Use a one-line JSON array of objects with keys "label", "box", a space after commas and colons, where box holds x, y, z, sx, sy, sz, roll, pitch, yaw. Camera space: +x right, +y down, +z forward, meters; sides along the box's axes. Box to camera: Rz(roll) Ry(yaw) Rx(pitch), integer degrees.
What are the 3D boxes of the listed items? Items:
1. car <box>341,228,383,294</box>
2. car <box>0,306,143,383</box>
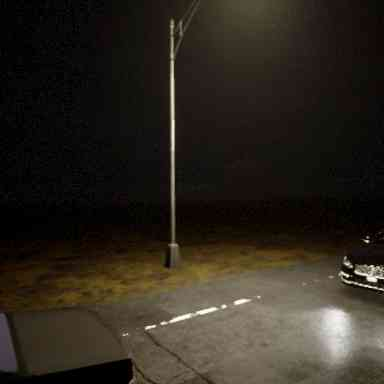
[{"label": "car", "box": [5.517, 1.455, 7.974, 4.892, 1.490, 1.837, 0, 0, -36]}, {"label": "car", "box": [-2.923, 1.558, 1.870, 5.357, 1.411, 2.033, 0, 0, -33]}]
